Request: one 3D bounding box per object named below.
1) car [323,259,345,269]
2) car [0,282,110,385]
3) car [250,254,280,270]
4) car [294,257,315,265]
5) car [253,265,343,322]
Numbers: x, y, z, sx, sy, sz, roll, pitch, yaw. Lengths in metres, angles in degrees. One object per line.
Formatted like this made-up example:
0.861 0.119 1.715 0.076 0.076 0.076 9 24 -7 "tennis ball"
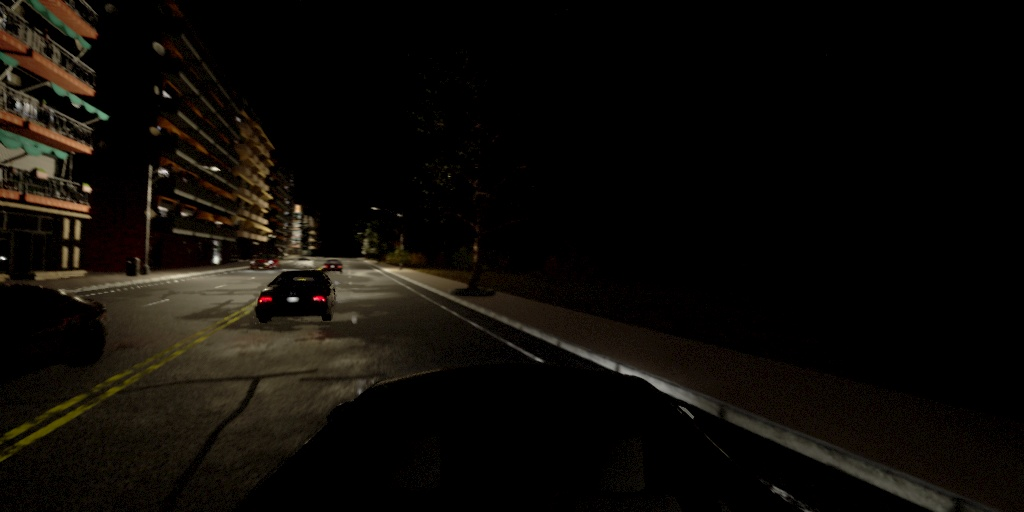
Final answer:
-17.980 1.037 36.099 2.033 1.411 5.357 2 0 -25 "car"
-7.274 1.077 4.456 1.812 1.442 4.674 2 -1 -25 "car"
-26.377 0.605 38.428 2.097 1.767 4.553 2 0 -24 "car"
-24.937 0.861 43.095 1.812 1.442 4.674 2 -1 -24 "car"
-6.790 1.174 11.682 2.033 1.411 5.357 2 0 -25 "car"
